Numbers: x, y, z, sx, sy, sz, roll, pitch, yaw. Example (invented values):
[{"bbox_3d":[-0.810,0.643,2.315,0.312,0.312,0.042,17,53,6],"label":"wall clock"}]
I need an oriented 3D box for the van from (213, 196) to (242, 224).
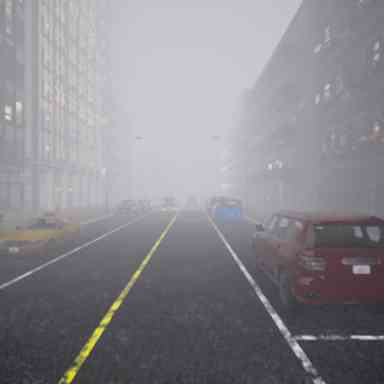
[{"bbox_3d":[2.687,1.339,24.314,1.690,1.788,3.998,0,0,0],"label":"van"}]

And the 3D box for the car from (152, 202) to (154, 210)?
[{"bbox_3d":[-5.694,1.552,40.966,2.008,1.369,4.403,0,0,0],"label":"car"}]

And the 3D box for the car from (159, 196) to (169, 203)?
[{"bbox_3d":[-5.695,1.593,68.720,1.802,1.307,4.206,0,0,0],"label":"car"}]

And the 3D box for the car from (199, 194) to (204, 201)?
[{"bbox_3d":[2.685,1.336,85.374,2.192,1.841,5.009,0,0,0],"label":"car"}]

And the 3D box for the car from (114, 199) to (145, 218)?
[{"bbox_3d":[-5.693,1.439,29.863,1.967,1.590,4.097,0,0,0],"label":"car"}]

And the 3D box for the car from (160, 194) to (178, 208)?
[{"bbox_3d":[-3.085,1.354,46.617,2.097,1.767,4.553,0,0,0],"label":"car"}]

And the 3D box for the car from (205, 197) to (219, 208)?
[{"bbox_3d":[2.998,1.509,50.580,1.837,1.490,4.892,0,0,0],"label":"car"}]

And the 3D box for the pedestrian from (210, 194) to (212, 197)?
[{"bbox_3d":[2.998,1.299,53.524,0.375,1.860,0.375,0,0,-1],"label":"pedestrian"}]

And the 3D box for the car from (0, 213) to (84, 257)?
[{"bbox_3d":[-5.692,1.524,13.041,1.752,1.417,4.829,0,0,0],"label":"car"}]

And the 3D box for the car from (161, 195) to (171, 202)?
[{"bbox_3d":[-5.695,1.454,74.271,1.967,1.590,4.097,0,0,0],"label":"car"}]

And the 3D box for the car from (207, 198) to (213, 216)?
[{"bbox_3d":[2.688,1.549,29.865,2.008,1.369,4.403,0,0,0],"label":"car"}]

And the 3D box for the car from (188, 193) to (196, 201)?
[{"bbox_3d":[-0.002,1.222,80.510,2.097,1.767,4.553,0,0,0],"label":"car"}]

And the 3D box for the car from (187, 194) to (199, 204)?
[{"bbox_3d":[-0.001,1.387,63.612,1.812,1.442,4.674,0,0,0],"label":"car"}]

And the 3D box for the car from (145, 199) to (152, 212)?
[{"bbox_3d":[-5.694,1.525,35.244,1.752,1.417,4.829,0,0,0],"label":"car"}]

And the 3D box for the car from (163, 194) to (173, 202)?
[{"bbox_3d":[-5.695,1.333,79.822,2.192,1.841,5.009,0,0,0],"label":"car"}]

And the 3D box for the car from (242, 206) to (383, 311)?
[{"bbox_3d":[2.688,1.314,7.662,2.192,1.841,5.009,0,0,0],"label":"car"}]

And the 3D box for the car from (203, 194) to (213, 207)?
[{"bbox_3d":[2.686,1.314,35.416,2.192,1.841,5.009,0,0,0],"label":"car"}]
